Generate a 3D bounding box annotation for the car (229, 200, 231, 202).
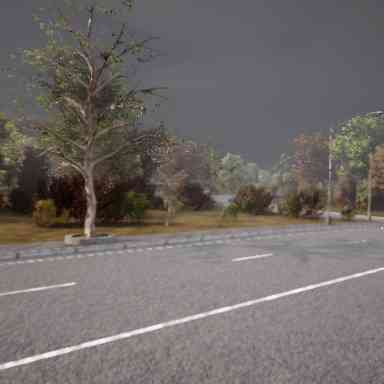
[{"bbox_3d":[9.916,1.951,77.159,2.033,1.411,5.357,3,1,-8],"label":"car"}]
